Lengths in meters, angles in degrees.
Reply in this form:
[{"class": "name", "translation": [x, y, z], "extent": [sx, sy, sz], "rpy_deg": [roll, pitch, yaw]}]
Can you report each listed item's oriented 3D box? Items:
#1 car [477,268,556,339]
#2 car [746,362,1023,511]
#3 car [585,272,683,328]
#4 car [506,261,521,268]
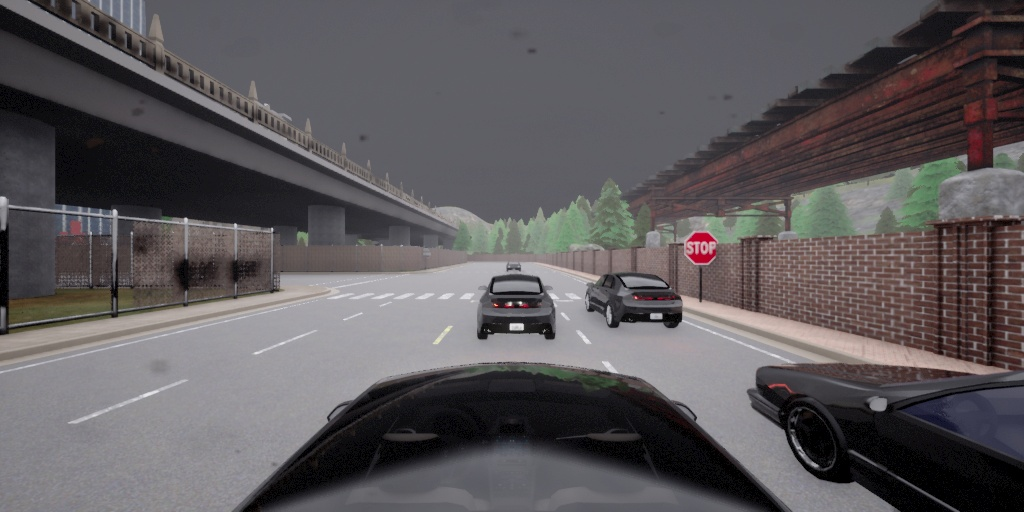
[{"class": "car", "translation": [0.103, 1.254, 9.998], "extent": [1.837, 1.490, 4.892], "rpy_deg": [0, 0, 0]}, {"class": "car", "translation": [3.600, 1.297, 1.609], "extent": [2.033, 1.411, 5.357], "rpy_deg": [0, 0, 0]}, {"class": "car", "translation": [3.606, 1.254, 11.355], "extent": [1.837, 1.490, 4.892], "rpy_deg": [0, 0, 0]}, {"class": "car", "translation": [0.209, 1.345, 46.282], "extent": [1.895, 1.301, 4.718], "rpy_deg": [0, 0, -1]}]
